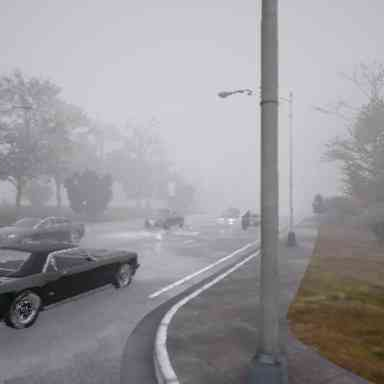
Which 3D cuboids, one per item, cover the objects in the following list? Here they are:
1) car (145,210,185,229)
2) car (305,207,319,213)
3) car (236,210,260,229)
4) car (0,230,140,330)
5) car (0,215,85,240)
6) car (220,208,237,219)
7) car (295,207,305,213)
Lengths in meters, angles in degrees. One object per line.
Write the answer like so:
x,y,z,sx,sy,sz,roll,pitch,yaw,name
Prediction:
-2.223,2.279,28.176,2.128,1.511,4.902,0,-2,21,car
32.052,4.678,87.444,1.882,1.535,5.008,-1,-2,34,car
5.650,2.372,28.842,2.128,1.511,4.902,0,-2,21,car
-3.129,1.774,7.361,1.895,1.301,4.718,0,-2,24,car
-7.240,1.878,15.824,2.128,1.511,4.902,0,-2,23,car
5.439,3.010,47.721,1.837,1.490,4.892,0,-3,22,car
29.003,4.774,89.171,1.994,1.385,4.181,-1,-2,34,car
